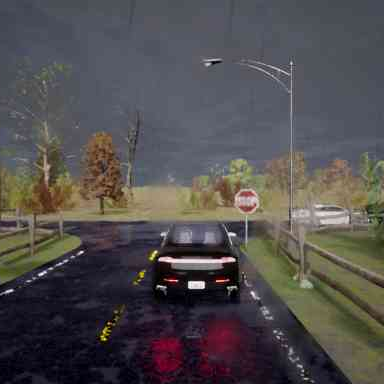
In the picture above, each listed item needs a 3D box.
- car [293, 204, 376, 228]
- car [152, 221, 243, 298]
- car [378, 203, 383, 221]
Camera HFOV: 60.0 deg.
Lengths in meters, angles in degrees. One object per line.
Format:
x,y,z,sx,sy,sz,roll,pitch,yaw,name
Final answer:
8.859,1.501,21.285,4.674,1.442,1.812,0,0,1,car
0.152,1.492,8.515,2.128,1.511,4.902,0,0,2,car
15.412,1.187,24.141,5.566,2.045,2.150,0,0,1,car
